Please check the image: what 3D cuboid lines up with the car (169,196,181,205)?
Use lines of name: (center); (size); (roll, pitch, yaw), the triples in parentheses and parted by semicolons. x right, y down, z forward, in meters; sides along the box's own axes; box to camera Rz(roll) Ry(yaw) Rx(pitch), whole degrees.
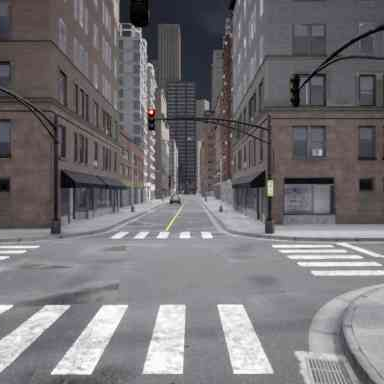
car: (-2.989, 1.456, 59.635); (1.882, 1.535, 5.008); (0, 0, 0)
